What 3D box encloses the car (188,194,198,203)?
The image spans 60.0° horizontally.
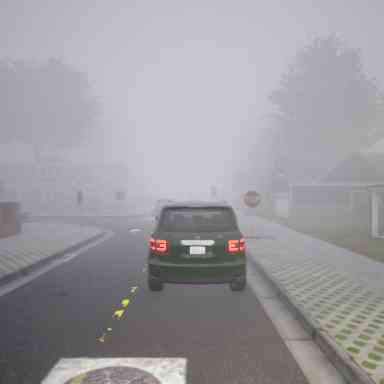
[{"bbox_3d":[0.202,1.429,78.620,2.150,2.045,5.566,0,0,0],"label":"car"}]

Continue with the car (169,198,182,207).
[{"bbox_3d":[-2.687,1.711,55.486,1.895,1.301,4.718,0,0,0],"label":"car"}]

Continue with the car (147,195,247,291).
[{"bbox_3d":[0.121,1.229,9.143,2.150,2.045,5.566,0,0,0],"label":"car"}]

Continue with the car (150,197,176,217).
[{"bbox_3d":[-2.762,1.408,32.467,2.097,1.767,4.553,0,0,0],"label":"car"}]

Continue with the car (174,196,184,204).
[{"bbox_3d":[-2.588,1.635,68.355,1.882,1.535,5.008,0,0,1],"label":"car"}]

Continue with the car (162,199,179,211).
[{"bbox_3d":[-2.729,1.643,43.293,1.994,1.385,4.181,0,0,0],"label":"car"}]

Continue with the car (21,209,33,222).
[{"bbox_3d":[-13.585,1.405,23.165,4.674,1.442,1.812,1,0,0],"label":"car"}]
